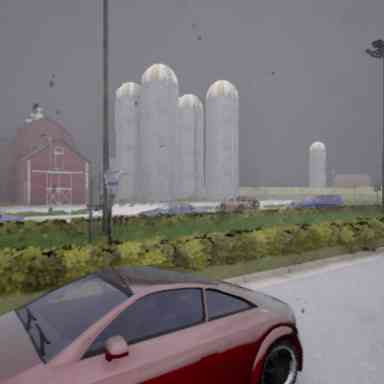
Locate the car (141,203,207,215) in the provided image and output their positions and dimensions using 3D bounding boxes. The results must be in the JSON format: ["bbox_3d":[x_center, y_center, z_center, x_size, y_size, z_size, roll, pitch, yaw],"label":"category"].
[{"bbox_3d":[-1.270,1.527,24.336,5.357,1.411,2.033,0,0,-36],"label":"car"}]

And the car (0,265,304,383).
[{"bbox_3d":[-0.749,1.562,3.460,4.181,1.385,1.994,0,0,-36],"label":"car"}]

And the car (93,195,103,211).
[{"bbox_3d":[-11.099,1.291,39.748,1.905,1.878,3.866,0,0,-36],"label":"car"}]

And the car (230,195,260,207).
[{"bbox_3d":[8.512,1.421,53.938,2.242,1.667,4.611,0,0,-36],"label":"car"}]

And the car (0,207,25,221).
[{"bbox_3d":[-11.033,1.547,16.294,2.033,1.411,5.357,0,0,41],"label":"car"}]

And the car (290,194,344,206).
[{"bbox_3d":[12.523,1.235,33.422,5.566,2.045,2.150,0,0,-16],"label":"car"}]

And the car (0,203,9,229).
[{"bbox_3d":[-13.181,1.518,21.661,1.784,1.438,3.905,0,0,-36],"label":"car"}]

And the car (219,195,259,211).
[{"bbox_3d":[4.926,1.273,34.984,1.932,1.855,4.605,0,0,-36],"label":"car"}]
